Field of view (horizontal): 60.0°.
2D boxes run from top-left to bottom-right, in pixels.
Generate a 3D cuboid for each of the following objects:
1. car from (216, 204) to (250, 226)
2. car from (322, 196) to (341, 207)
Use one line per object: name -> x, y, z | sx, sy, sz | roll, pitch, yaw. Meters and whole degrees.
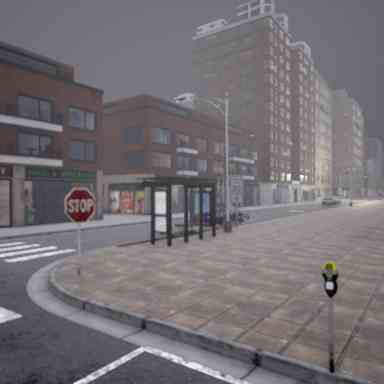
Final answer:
car -> 2.134, 1.512, 23.117 | 2.033, 1.411, 5.357 | -1, 0, 35
car -> 20.764, 1.395, 49.504 | 2.128, 1.511, 4.902 | -1, 0, 35
